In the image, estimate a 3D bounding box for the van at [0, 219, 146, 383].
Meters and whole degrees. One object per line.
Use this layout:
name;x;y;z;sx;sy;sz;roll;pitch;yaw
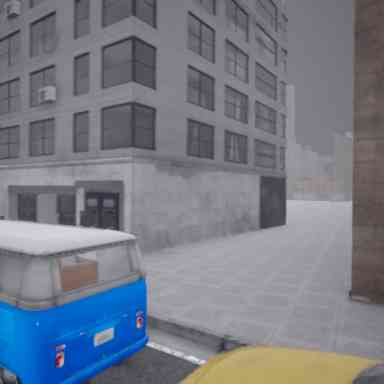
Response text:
van;-2.470;1.345;4.710;3.998;1.788;1.690;0;1;36

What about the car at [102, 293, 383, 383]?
car;1.874;1.525;1.614;4.829;1.417;1.752;0;1;36
